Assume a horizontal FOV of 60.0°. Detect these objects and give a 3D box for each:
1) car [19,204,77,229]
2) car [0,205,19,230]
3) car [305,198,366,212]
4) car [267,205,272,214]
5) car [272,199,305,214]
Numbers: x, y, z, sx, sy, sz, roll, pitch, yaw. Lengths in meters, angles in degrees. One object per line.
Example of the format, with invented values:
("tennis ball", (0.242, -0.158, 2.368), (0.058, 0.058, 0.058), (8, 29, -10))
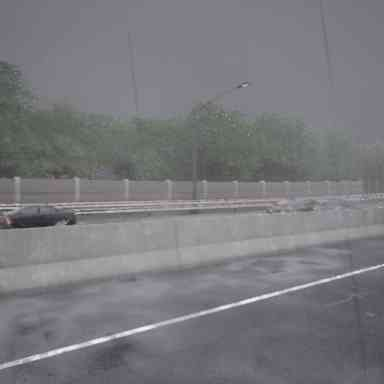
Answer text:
("car", (-9.158, 1.467, 18.932), (5.008, 1.535, 1.882), (0, 0, -35))
("car", (-10.085, 1.346, 13.979), (4.553, 1.767, 2.097), (0, 0, -35))
("car", (10.740, 1.271, 24.238), (4.553, 1.767, 2.097), (-1, 0, -34))
("car", (9.175, 1.417, 31.652), (4.674, 1.442, 1.812), (-1, 0, -34))
("car", (9.165, 1.419, 27.401), (4.892, 1.490, 1.837), (-1, 0, -34))
